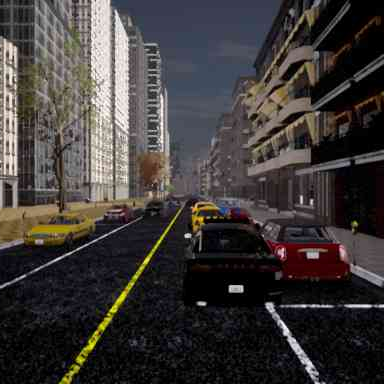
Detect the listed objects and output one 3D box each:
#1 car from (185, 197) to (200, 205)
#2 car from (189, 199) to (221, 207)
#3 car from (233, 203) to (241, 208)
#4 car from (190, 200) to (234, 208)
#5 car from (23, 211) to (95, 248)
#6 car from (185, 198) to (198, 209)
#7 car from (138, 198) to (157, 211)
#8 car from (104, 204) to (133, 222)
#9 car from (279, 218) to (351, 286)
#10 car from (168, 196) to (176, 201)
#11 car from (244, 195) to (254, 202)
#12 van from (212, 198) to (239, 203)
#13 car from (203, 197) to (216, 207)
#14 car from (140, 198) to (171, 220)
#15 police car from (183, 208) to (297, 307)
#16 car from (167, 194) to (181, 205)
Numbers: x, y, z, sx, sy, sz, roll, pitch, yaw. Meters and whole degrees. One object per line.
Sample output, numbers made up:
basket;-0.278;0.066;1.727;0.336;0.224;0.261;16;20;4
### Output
car;0.131;1.638;59.166;1.895;1.301;4.718;0;0;8
car;0.941;1.486;24.046;1.882;1.535;5.008;0;0;0
car;2.724;1.588;20.439;1.802;1.307;4.206;0;0;0
car;0.932;1.460;18.235;1.801;1.575;5.366;0;0;0
car;-5.665;1.528;14.750;1.752;1.417;4.829;0;0;0
car;0.112;1.501;46.090;1.882;1.535;5.008;0;0;0
car;-5.619;1.545;42.413;1.752;1.417;4.829;0;0;0
car;-5.647;1.591;25.986;1.802;1.307;4.206;0;0;0
car;2.706;1.441;9.373;1.967;1.590;4.097;0;0;0
car;-5.538;1.656;91.560;1.947;1.339;4.313;0;0;0
car;13.549;1.397;73.023;4.403;1.369;2.008;-1;1;0
van;2.734;1.350;25.971;1.690;1.788;3.998;0;0;0
car;2.780;1.581;53.635;2.008;1.369;4.403;0;0;0
car;-3.047;1.516;28.176;1.837;1.490;4.892;0;0;0
police car;0.823;1.426;8.180;1.930;1.638;5.238;0;0;2
car;-2.902;1.562;57.956;1.812;1.442;4.674;0;0;0
